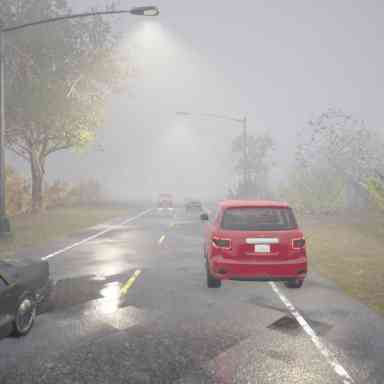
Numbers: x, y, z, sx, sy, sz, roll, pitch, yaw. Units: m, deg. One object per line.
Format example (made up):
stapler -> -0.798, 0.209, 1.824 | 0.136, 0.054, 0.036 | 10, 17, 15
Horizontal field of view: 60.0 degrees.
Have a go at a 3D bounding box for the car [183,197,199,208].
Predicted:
car -> -0.213, 1.456, 48.945 | 2.033, 1.411, 5.357 | 0, 0, -2

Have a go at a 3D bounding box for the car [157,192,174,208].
car -> -3.816, 1.137, 47.649 | 2.150, 2.045, 5.566 | 0, 0, -2

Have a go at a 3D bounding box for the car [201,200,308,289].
car -> 1.455, 1.217, 9.325 | 2.150, 2.045, 5.566 | 0, 0, 1

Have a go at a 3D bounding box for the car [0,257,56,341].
car -> -3.513, 1.546, 3.896 | 2.033, 1.411, 5.357 | 0, 0, 2

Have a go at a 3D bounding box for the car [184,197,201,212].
car -> 0.172, 1.441, 38.591 | 1.837, 1.490, 4.892 | 0, 0, -2

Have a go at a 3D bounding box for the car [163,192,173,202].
car -> -5.361, 1.033, 73.890 | 2.150, 2.045, 5.566 | 0, 0, -5
